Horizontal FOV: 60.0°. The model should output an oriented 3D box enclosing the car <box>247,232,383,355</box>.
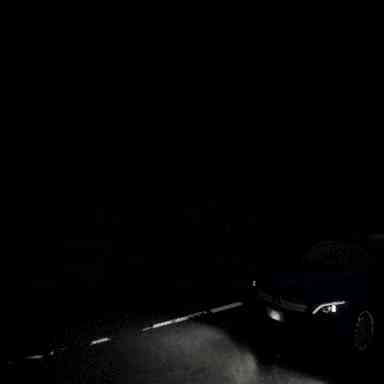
[{"bbox_3d":[3.110,1.533,6.215,4.674,1.442,1.812,0,0,-36],"label":"car"}]
